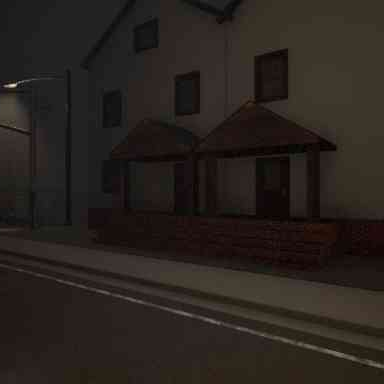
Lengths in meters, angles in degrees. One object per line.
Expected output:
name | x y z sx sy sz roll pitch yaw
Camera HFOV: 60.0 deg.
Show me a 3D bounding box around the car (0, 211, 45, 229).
car | -15.587 2.488 29.645 2.128 1.511 4.902 0 -9 36
